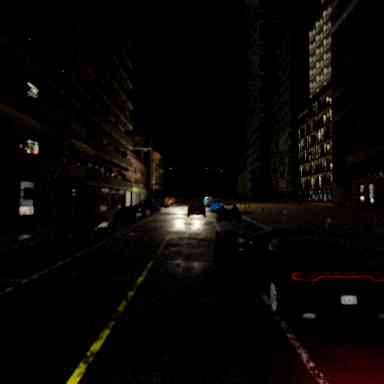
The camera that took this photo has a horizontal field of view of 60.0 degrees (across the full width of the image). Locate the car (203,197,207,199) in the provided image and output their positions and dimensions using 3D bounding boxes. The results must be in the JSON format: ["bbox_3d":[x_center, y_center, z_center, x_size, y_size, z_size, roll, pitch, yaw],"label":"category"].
[{"bbox_3d":[3.422,2.117,61.807,1.752,1.417,4.829,1,-1,1],"label":"car"}]

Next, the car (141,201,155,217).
[{"bbox_3d":[-5.277,1.892,33.888,2.008,1.369,4.403,1,-1,1],"label":"car"}]

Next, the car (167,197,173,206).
[{"bbox_3d":[-4.961,2.136,61.564,1.752,1.417,4.829,1,-1,1],"label":"car"}]

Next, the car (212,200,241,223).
[{"bbox_3d":[3.041,1.705,28.224,1.967,1.590,4.097,1,-1,1],"label":"car"}]

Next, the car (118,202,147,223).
[{"bbox_3d":[-5.340,1.853,28.319,1.947,1.339,4.313,1,-1,1],"label":"car"}]

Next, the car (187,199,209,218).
[{"bbox_3d":[0.487,1.813,34.785,1.882,1.535,5.008,0,-1,1],"label":"car"}]

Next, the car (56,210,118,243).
[{"bbox_3d":[-5.467,1.724,17.181,1.887,1.381,4.507,1,-1,1],"label":"car"}]

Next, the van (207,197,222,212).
[{"bbox_3d":[3.233,1.768,44.933,1.690,1.788,3.998,1,-1,1],"label":"van"}]

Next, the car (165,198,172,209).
[{"bbox_3d":[-5.023,2.108,56.164,2.008,1.369,4.403,1,-1,1],"label":"car"}]

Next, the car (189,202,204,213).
[{"bbox_3d":[0.593,2.038,45.275,1.895,1.301,4.718,0,-1,1],"label":"car"}]

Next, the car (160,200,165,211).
[{"bbox_3d":[-5.151,1.973,44.857,1.752,1.417,4.829,1,-1,1],"label":"car"}]

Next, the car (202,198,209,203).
[{"bbox_3d":[3.799,2.466,95.052,1.887,1.381,4.507,1,-1,1],"label":"car"}]

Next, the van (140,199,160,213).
[{"bbox_3d":[-5.210,1.736,39.460,1.690,1.788,3.998,1,-1,1],"label":"van"}]

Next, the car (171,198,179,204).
[{"bbox_3d":[-4.643,2.432,89.579,1.887,1.381,4.507,1,-1,1],"label":"car"}]

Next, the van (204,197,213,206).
[{"bbox_3d":[3.549,2.040,72.778,1.690,1.788,3.998,1,-1,1],"label":"van"}]

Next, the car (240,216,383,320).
[{"bbox_3d":[2.464,1.546,7.635,1.882,1.535,5.008,0,-1,1],"label":"car"}]

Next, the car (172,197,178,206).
[{"bbox_3d":[-4.830,2.036,72.874,2.192,1.841,5.009,1,-1,1],"label":"car"}]

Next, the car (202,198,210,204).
[{"bbox_3d":[3.738,2.392,89.653,1.752,1.417,4.829,1,-1,1],"label":"car"}]
